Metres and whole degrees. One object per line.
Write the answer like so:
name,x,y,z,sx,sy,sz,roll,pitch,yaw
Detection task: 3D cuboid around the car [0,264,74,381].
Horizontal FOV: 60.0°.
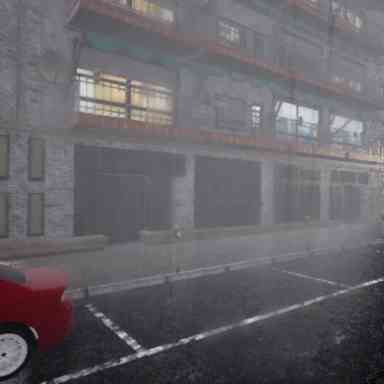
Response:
car,-3.757,1.543,3.871,4.507,1.381,1.887,0,0,-35
